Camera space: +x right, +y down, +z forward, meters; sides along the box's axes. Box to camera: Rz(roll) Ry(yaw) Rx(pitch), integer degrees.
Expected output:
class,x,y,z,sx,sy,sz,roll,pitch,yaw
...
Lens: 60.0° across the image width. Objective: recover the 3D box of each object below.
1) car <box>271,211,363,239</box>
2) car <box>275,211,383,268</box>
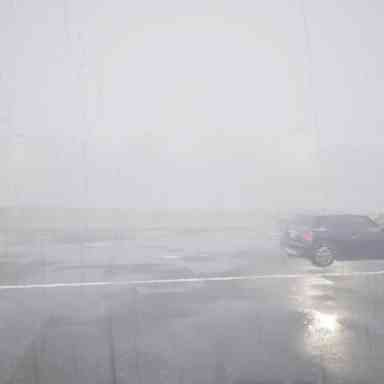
class,x,y,z,sx,sy,sz,roll,pitch,yaw
car,7.104,1.845,19.079,4.674,1.442,1.812,1,-1,-11
car,5.487,1.515,11.627,4.553,1.767,2.097,1,-1,-11
